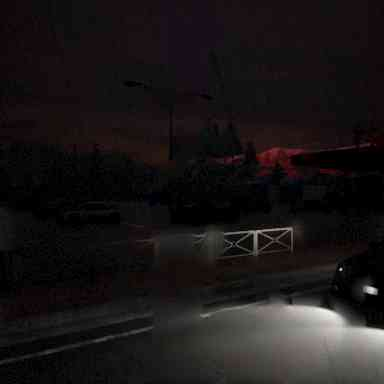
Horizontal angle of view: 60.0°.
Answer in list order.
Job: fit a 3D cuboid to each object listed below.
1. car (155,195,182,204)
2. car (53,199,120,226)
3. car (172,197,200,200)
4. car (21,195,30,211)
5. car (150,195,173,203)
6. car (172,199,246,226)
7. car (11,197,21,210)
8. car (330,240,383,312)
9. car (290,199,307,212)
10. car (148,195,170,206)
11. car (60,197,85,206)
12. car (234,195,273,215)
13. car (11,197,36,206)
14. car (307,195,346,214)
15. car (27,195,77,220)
[{"bbox_3d":[-4.763,1.506,67.385,5.027,1.636,2.152,0,0,-32],"label":"car"},{"bbox_3d":[-6.814,1.420,22.028,3.806,1.475,1.970,0,0,-32],"label":"car"},{"bbox_3d":[0.093,1.479,44.738,4.514,1.523,2.007,0,0,-32],"label":"car"},{"bbox_3d":[-17.146,1.262,38.229,3.866,1.878,1.905,0,0,-32],"label":"car"},{"bbox_3d":[-6.450,1.515,70.030,4.514,1.523,2.007,0,0,-32],"label":"car"},{"bbox_3d":[1.109,1.484,22.597,4.514,1.523,2.007,0,0,-32],"label":"car"},{"bbox_3d":[-19.018,1.282,40.489,4.605,1.855,1.932,0,0,-32],"label":"car"},{"bbox_3d":[4.861,1.561,6.935,4.181,1.385,1.994,0,0,-31],"label":"car"},{"bbox_3d":[13.211,1.541,38.222,3.806,1.475,1.970,0,0,-32],"label":"car"},{"bbox_3d":[-5.102,1.499,53.274,3.633,1.501,1.845,0,0,-32],"label":"car"},{"bbox_3d":[-20.745,1.565,57.740,3.806,1.475,1.970,0,0,-32],"label":"car"},{"bbox_3d":[6.006,1.280,33.751,4.605,1.855,1.932,0,0,-32],"label":"car"},{"bbox_3d":[-28.628,1.556,56.395,3.633,1.501,1.845,0,0,-32],"label":"car"},{"bbox_3d":[14.431,1.257,35.069,3.866,1.878,1.905,0,0,-32],"label":"car"},{"bbox_3d":[-10.449,1.340,27.327,5.027,1.636,2.152,0,0,-32],"label":"car"}]
